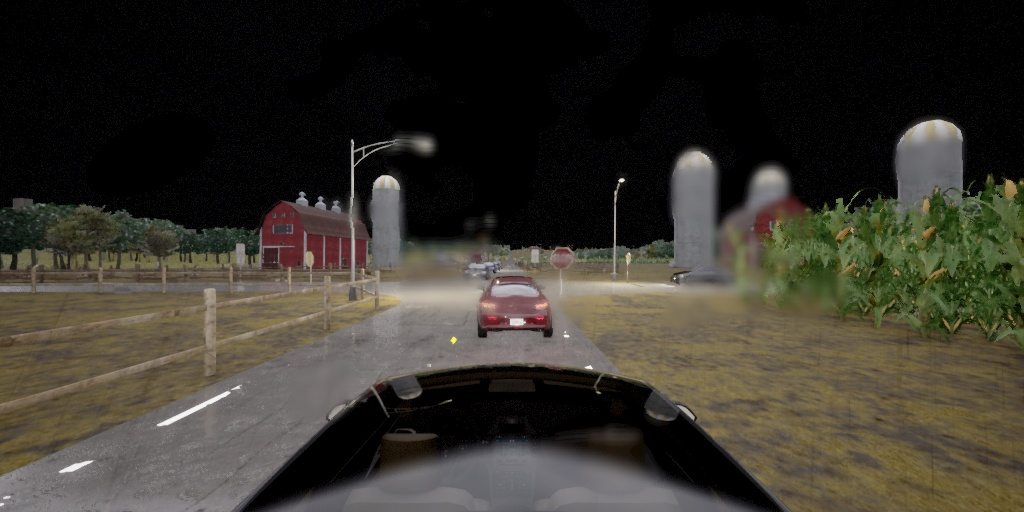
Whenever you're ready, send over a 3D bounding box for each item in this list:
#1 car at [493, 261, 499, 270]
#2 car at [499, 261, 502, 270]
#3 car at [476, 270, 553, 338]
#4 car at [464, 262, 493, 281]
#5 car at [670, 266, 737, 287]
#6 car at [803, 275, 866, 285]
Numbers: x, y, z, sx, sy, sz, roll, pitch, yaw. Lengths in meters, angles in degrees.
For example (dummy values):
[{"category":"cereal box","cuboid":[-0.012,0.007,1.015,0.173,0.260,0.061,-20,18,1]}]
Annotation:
[{"category":"car","cuboid":[-2.919,1.461,44.317,1.812,1.442,4.674,0,-1,0]},{"category":"car","cuboid":[-2.917,1.599,56.920,1.994,1.385,4.181,0,-1,0]},{"category":"car","cuboid":[0.037,1.283,10.146,1.812,1.442,4.674,0,0,-2]},{"category":"car","cuboid":[-2.900,1.356,30.773,1.812,1.442,4.674,0,-1,0]},{"category":"car","cuboid":[13.654,1.444,25.677,4.181,1.385,1.994,0,1,0]},{"category":"car","cuboid":[24.000,1.530,25.660,5.357,1.411,2.033,1,1,0]}]
